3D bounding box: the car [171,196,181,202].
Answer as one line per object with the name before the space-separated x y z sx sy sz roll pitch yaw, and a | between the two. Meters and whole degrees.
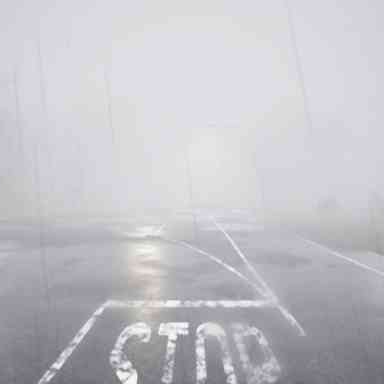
car | -3.642 1.603 76.130 1.812 1.442 4.674 0 0 3
